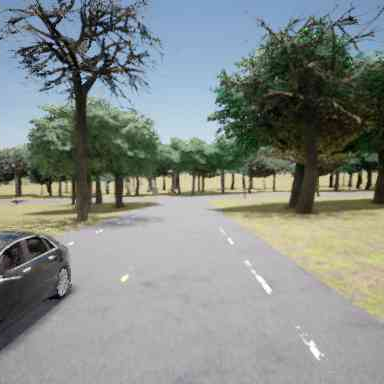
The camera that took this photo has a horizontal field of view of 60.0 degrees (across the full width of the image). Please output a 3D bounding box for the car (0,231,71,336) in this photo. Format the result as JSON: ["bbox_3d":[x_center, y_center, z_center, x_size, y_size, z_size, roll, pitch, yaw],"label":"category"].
[{"bbox_3d":[-3.598,1.500,5.563,1.837,1.490,4.892,0,0,0],"label":"car"}]
